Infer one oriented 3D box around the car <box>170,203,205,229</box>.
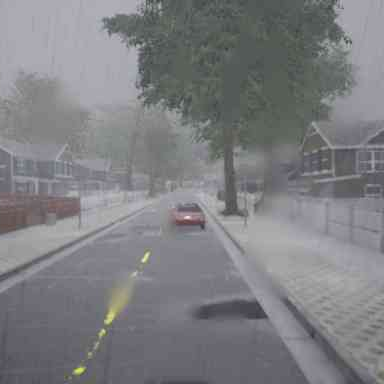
[{"bbox_3d":[-0.266,1.313,19.837,1.994,1.385,4.181,-1,1,-1],"label":"car"}]
